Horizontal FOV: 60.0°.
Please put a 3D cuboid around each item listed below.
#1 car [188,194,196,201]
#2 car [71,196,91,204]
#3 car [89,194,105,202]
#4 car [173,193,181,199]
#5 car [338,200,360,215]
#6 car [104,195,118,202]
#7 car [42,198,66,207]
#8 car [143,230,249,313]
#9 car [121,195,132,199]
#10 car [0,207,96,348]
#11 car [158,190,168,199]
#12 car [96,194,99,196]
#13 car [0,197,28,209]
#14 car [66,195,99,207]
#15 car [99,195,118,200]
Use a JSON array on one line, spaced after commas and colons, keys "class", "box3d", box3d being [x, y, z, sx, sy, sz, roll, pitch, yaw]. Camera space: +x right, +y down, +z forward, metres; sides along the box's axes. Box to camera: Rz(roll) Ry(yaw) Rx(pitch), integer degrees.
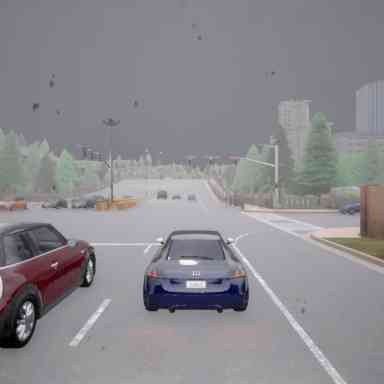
[{"class": "car", "box3d": [-0.076, 1.164, 76.041, 2.033, 1.411, 5.357, 0, 3, 0]}, {"class": "car", "box3d": [-21.039, 1.540, 63.355, 2.033, 1.411, 5.357, 0, 0, 0]}, {"class": "car", "box3d": [-21.068, 1.264, 73.838, 2.033, 1.411, 5.357, 0, 2, 0]}, {"class": "car", "box3d": [-3.600, 0.964, 80.095, 1.895, 1.301, 4.718, 0, 4, 0]}, {"class": "car", "box3d": [17.097, 1.526, 33.157, 4.674, 1.442, 1.812, 0, 0, 0]}, {"class": "car", "box3d": [-17.559, 1.393, 72.317, 1.895, 1.301, 4.718, 0, 2, 0]}, {"class": "car", "box3d": [-17.590, 1.493, 42.831, 2.128, 1.511, 4.902, 0, 0, 0]}, {"class": "car", "box3d": [0.078, 1.564, 7.739, 1.994, 1.385, 4.181, 0, 0, 0]}, {"class": "car", "box3d": [-14.055, 1.369, 71.451, 2.033, 1.411, 5.357, 0, 1, 0]}, {"class": "car", "box3d": [-3.431, 1.352, 6.443, 2.097, 1.767, 4.553, 0, 0, 0]}, {"class": "car", "box3d": [-7.104, 0.548, 80.781, 2.150, 2.045, 5.566, 0, 4, 0]}, {"class": "car", "box3d": [-17.572, 1.502, 57.371, 1.837, 1.490, 4.892, 0, 1, 0]}, {"class": "car", "box3d": [-21.089, 1.352, 38.792, 2.097, 1.767, 4.553, 0, 0, 0]}, {"class": "car", "box3d": [-13.909, 1.493, 42.480, 2.128, 1.511, 4.902, 0, 0, -3]}, {"class": "car", "box3d": [-14.077, 1.564, 57.174, 1.994, 1.385, 4.181, 0, 0, 0]}]
